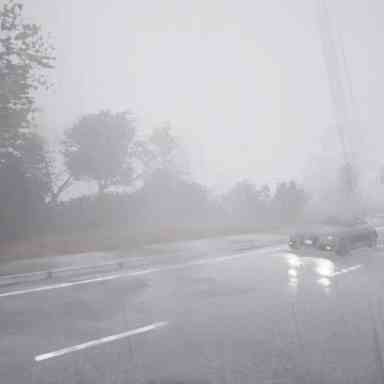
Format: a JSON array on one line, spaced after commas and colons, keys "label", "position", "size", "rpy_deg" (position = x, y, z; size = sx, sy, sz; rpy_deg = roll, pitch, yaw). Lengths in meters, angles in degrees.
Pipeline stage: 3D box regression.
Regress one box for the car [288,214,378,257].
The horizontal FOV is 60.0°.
[{"label": "car", "position": [5.642, 1.585, 13.161], "size": [4.181, 1.385, 1.994], "rpy_deg": [0, 0, -41]}]
